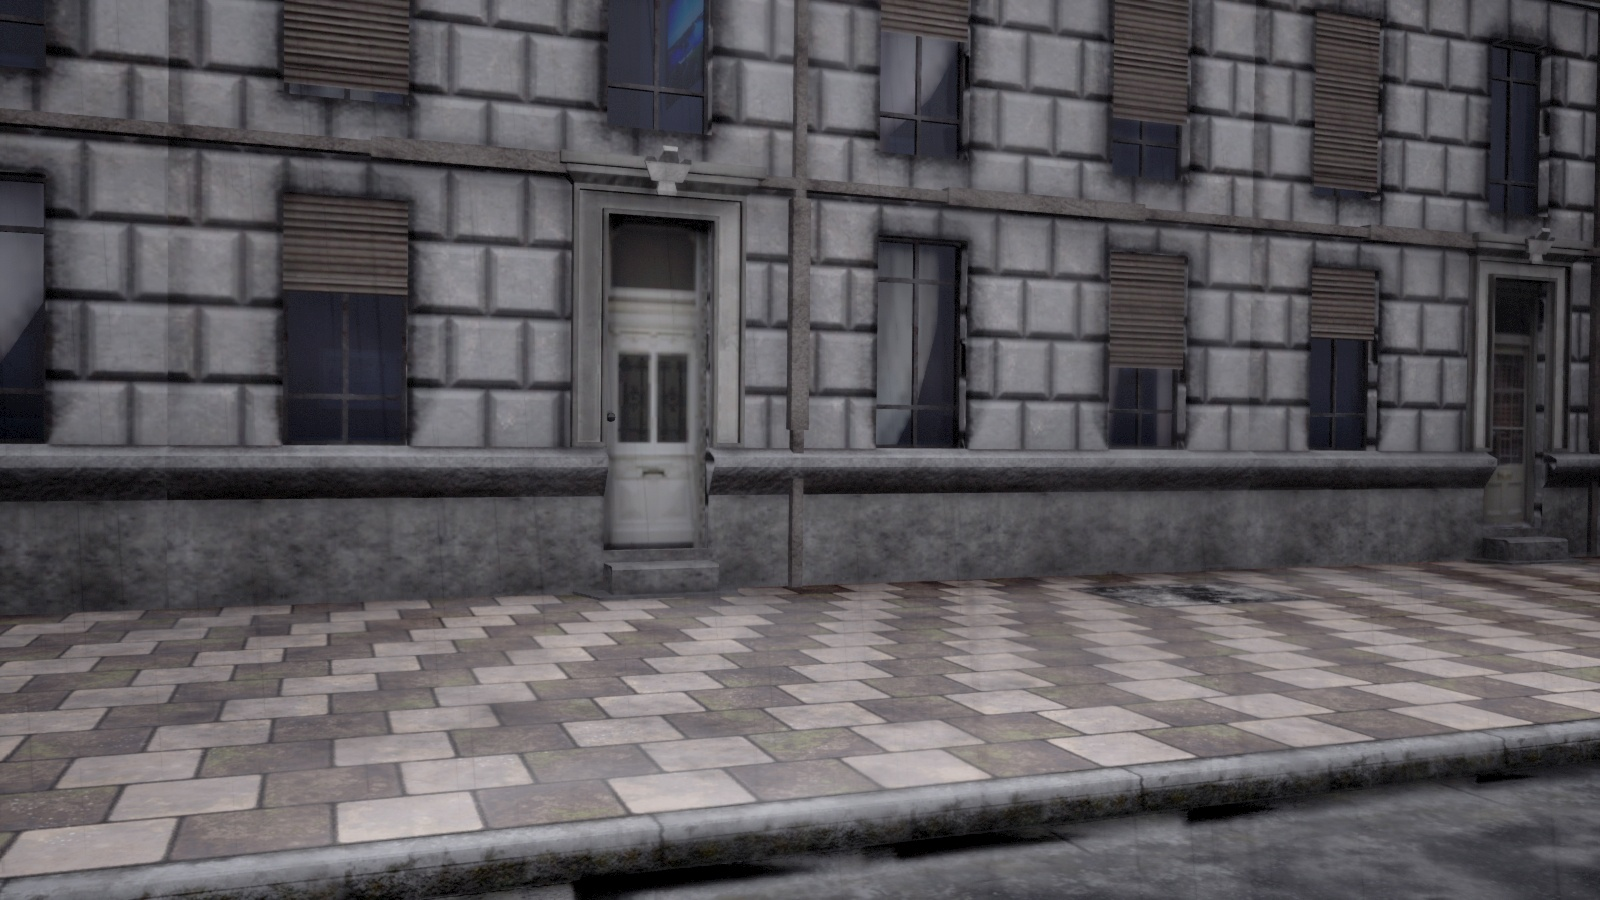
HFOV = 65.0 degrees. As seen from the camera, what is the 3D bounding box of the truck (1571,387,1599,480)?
[{"bbox_3d":[22.964,-0.450,31.895,2.627,2.467,5.204,-1,1,-21],"label":"truck"}]
